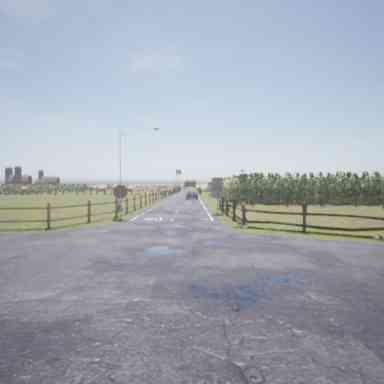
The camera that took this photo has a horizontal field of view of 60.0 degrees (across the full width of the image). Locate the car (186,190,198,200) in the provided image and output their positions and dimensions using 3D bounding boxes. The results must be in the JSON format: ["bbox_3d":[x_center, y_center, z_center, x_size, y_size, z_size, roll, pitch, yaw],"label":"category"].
[{"bbox_3d":[0.010,0.438,58.105,2.097,1.767,4.553,0,1,0],"label":"car"}]

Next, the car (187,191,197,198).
[{"bbox_3d":[0.012,0.474,68.143,2.033,1.411,5.357,0,1,0],"label":"car"}]
